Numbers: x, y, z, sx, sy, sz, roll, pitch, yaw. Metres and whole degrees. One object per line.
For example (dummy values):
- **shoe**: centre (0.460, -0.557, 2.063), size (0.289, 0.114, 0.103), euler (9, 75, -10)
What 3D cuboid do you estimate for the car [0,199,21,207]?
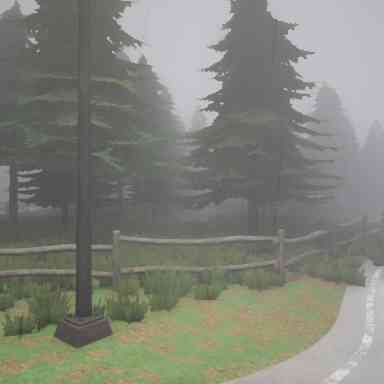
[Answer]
- **car**: centre (-19.308, 1.453, 35.323), size (2.128, 1.511, 4.902), euler (0, 0, 3)
